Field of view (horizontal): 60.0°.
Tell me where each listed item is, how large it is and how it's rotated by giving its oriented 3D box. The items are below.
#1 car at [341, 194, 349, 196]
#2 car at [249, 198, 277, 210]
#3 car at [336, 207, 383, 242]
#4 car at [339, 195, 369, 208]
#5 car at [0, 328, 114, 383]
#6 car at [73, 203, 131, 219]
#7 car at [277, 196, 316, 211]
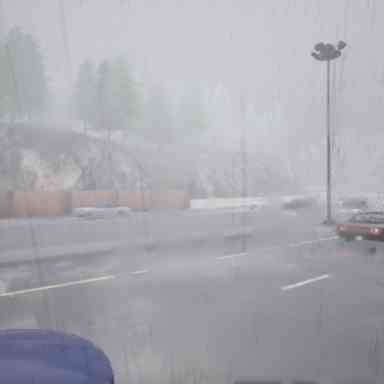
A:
[{"bbox_3d":[32.820,1.189,71.323,2.128,1.511,4.902,0,0,31],"label":"car"},{"bbox_3d":[8.674,1.408,39.500,1.812,1.442,4.674,0,0,44],"label":"car"},{"bbox_3d":[8.366,1.527,14.729,4.718,1.301,1.895,0,0,-41],"label":"car"},{"bbox_3d":[20.908,1.404,42.564,1.895,1.301,4.718,0,0,41],"label":"car"},{"bbox_3d":[-2.708,1.541,1.767,4.674,1.442,1.812,-1,0,-36],"label":"car"},{"bbox_3d":[-7.839,1.601,28.998,4.718,1.301,1.895,0,0,-40],"label":"car"},{"bbox_3d":[12.042,1.466,37.973,1.895,1.301,4.718,0,0,44],"label":"car"}]
